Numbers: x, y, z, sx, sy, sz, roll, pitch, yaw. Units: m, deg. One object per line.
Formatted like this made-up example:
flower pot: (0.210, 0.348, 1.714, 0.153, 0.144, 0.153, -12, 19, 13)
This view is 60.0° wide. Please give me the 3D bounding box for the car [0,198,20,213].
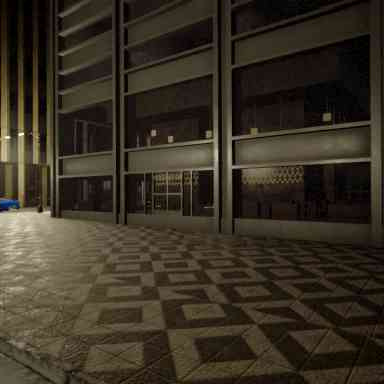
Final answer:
car: (-19.839, 1.355, 32.999, 1.882, 1.535, 5.008, 0, 0, 36)
